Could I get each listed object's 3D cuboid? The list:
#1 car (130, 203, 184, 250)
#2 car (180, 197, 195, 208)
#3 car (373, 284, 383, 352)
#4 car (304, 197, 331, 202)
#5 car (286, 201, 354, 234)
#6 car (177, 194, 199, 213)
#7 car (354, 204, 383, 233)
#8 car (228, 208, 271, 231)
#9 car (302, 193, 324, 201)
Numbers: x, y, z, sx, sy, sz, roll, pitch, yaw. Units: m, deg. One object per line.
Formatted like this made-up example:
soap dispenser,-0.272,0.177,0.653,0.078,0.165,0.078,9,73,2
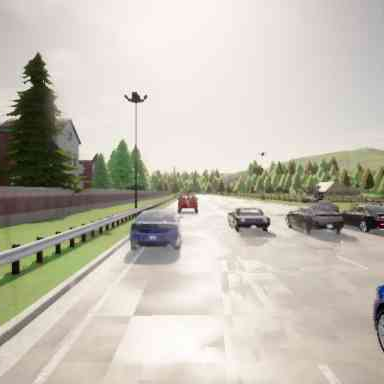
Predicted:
car,-1.421,1.475,14.291,1.882,1.535,5.008,0,0,-1
car,-0.635,1.482,49.226,2.128,1.511,4.902,0,0,0
car,3.552,1.477,2.785,1.882,1.535,5.008,0,0,-1
car,13.642,1.557,34.631,1.994,1.385,4.181,0,0,-1
car,6.845,1.488,19.021,2.128,1.511,4.902,0,0,-1
car,-0.443,1.212,37.233,2.150,2.045,5.566,0,0,0
car,10.335,1.500,19.712,1.837,1.490,4.892,0,0,-1
car,3.326,1.597,20.334,1.895,1.301,4.718,0,0,-1
car,22.128,1.201,60.708,3.866,1.878,1.905,0,0,-1
